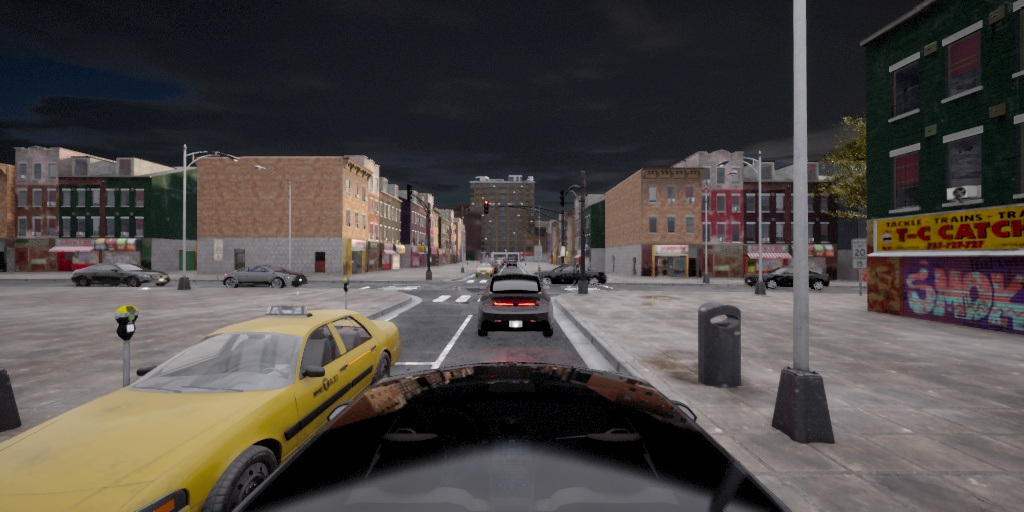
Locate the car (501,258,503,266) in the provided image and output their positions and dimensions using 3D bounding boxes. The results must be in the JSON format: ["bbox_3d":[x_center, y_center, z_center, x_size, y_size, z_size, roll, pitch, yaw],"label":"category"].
[{"bbox_3d":[-2.707,1.357,52.417,2.007,1.370,4.403,0,0,0],"label":"car"}]

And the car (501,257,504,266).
[{"bbox_3d":[-2.721,1.358,63.134,1.751,1.417,4.829,0,0,0],"label":"car"}]

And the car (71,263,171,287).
[{"bbox_3d":[-23.025,1.121,21.151,4.674,1.442,1.812,0,0,0],"label":"car"}]

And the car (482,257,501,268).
[{"bbox_3d":[-2.692,1.100,41.529,2.192,1.841,5.009,0,0,0],"label":"car"}]

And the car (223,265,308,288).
[{"bbox_3d":[-14.504,1.220,21.203,4.181,1.385,1.994,0,0,0],"label":"car"}]

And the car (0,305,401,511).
[{"bbox_3d":[-2.641,1.276,3.959,1.751,1.417,4.829,0,0,0],"label":"car"}]

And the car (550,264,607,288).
[{"bbox_3d":[3.855,1.292,24.275,5.008,1.535,1.882,1,0,0],"label":"car"}]

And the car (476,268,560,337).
[{"bbox_3d":[0.084,1.257,10.342,1.837,1.490,4.892,0,0,0],"label":"car"}]

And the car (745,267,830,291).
[{"bbox_3d":[18.596,1.485,24.363,5.008,1.535,1.882,1,0,0],"label":"car"}]

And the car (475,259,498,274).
[{"bbox_3d":[-2.684,1.302,35.916,1.751,1.417,4.829,0,0,0],"label":"car"}]
